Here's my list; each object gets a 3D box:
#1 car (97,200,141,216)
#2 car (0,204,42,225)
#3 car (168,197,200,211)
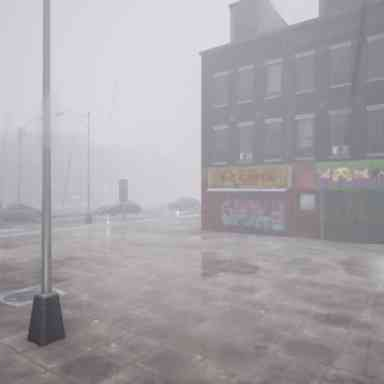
[{"bbox_3d":[-6.874,1.457,31.793,1.812,1.442,4.674,0,0,35],"label":"car"},{"bbox_3d":[-12.744,1.533,23.480,1.994,1.385,4.181,0,0,36],"label":"car"},{"bbox_3d":[-0.918,1.400,40.209,1.837,1.490,4.892,0,0,36],"label":"car"}]
